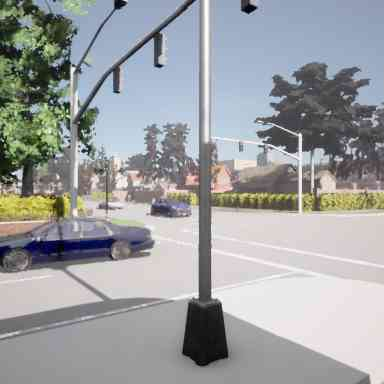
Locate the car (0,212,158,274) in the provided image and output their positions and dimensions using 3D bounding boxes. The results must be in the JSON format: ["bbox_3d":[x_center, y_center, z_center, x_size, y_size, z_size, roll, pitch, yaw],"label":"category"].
[{"bbox_3d":[-3.900,1.547,10.765,5.357,1.411,2.033,0,0,-32],"label":"car"}]

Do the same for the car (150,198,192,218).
[{"bbox_3d":[-1.996,1.352,30.846,2.097,1.767,4.553,0,0,-36],"label":"car"}]

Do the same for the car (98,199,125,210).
[{"bbox_3d":[-10.261,1.600,42.266,1.895,1.301,4.718,0,0,-36],"label":"car"}]
